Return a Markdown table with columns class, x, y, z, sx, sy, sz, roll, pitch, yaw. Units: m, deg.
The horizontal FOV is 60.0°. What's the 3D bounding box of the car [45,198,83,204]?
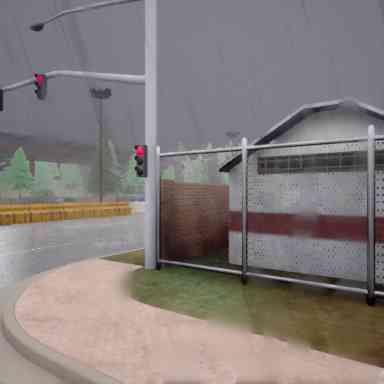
| class | x | y | z | sx | sy | sz | roll | pitch | yaw |
| --- | --- | --- | --- | --- | --- | --- | --- | --- | --- |
| car | -15.523 | 1.506 | 40.253 | 1.837 | 1.490 | 4.892 | 0 | 0 | 34 |
